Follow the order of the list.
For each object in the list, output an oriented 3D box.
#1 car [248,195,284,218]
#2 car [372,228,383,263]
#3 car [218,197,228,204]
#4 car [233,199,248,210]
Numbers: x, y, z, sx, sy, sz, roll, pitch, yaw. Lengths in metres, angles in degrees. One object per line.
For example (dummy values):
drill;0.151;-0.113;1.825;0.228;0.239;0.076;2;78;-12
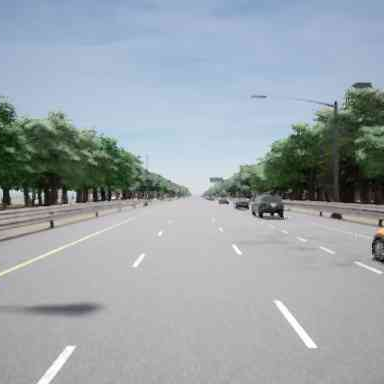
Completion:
car;7.051;1.316;31.376;2.150;2.045;5.566;0;0;0
car;7.004;1.357;9.171;2.097;1.767;4.553;0;0;0
car;7.335;2.002;78.819;2.097;1.767;4.553;0;-1;1
car;7.125;1.758;48.457;1.837;1.490;4.892;0;-1;0
